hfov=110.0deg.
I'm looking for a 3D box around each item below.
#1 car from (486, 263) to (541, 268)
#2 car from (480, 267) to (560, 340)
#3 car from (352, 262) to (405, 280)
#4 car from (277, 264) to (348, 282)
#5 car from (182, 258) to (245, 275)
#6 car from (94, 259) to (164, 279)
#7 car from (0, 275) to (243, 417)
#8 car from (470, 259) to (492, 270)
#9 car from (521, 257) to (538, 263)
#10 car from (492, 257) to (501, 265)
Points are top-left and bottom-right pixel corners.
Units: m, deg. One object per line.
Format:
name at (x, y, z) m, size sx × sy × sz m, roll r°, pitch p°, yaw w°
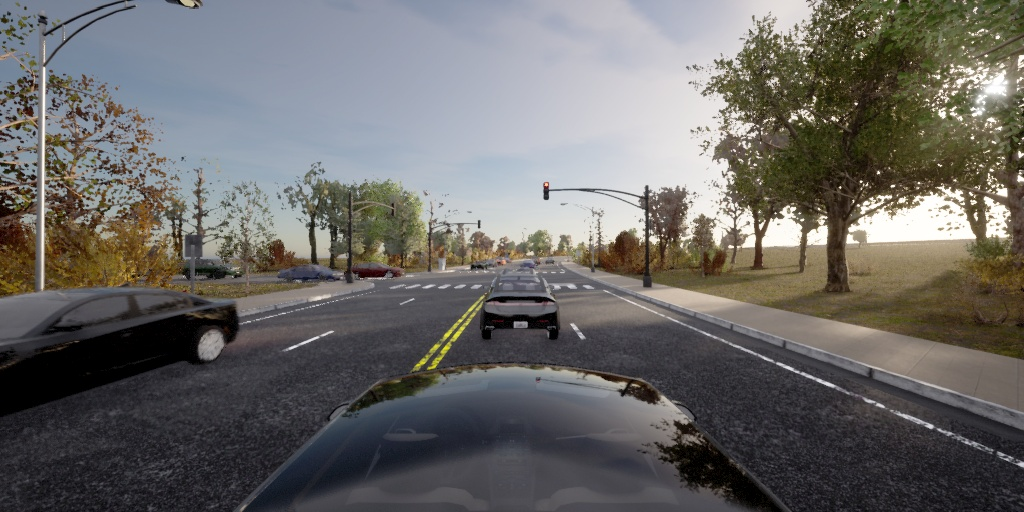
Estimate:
car at (0.291, 1.241, 15.340) m, size 2.128 × 1.511 × 4.902 m, roll 0°, pitch 0°, yaw 2°
car at (0.199, 1.242, 10.011) m, size 2.128 × 1.511 × 4.902 m, roll 0°, pitch 0°, yaw 0°
car at (-12.281, 1.321, 32.422) m, size 5.008 × 1.535 × 1.882 m, roll -1°, pitch 0°, yaw 4°
car at (-16.353, 1.397, 29.390) m, size 5.357 × 1.411 × 2.033 m, roll -1°, pitch -1°, yaw 10°
car at (-29.045, 1.241, 34.957) m, size 5.566 × 2.045 × 2.150 m, roll -1°, pitch -1°, yaw 10°
car at (-34.923, 1.268, 32.707) m, size 5.566 × 2.045 × 2.150 m, roll -1°, pitch -1°, yaw 10°
car at (-6.528, 1.228, 5.219) m, size 1.882 × 1.535 × 5.008 m, roll 0°, pitch 0°, yaw 1°
car at (-4.493, 1.303, 49.832) m, size 1.895 × 1.301 × 4.718 m, roll 0°, pitch 0°, yaw 6°
car at (2.198, 1.225, 48.888) m, size 1.812 × 1.442 × 4.674 m, roll 0°, pitch 0°, yaw 5°
car at (-3.623, 1.229, 59.517) m, size 2.033 × 1.411 × 5.357 m, roll 0°, pitch 0°, yaw 5°
